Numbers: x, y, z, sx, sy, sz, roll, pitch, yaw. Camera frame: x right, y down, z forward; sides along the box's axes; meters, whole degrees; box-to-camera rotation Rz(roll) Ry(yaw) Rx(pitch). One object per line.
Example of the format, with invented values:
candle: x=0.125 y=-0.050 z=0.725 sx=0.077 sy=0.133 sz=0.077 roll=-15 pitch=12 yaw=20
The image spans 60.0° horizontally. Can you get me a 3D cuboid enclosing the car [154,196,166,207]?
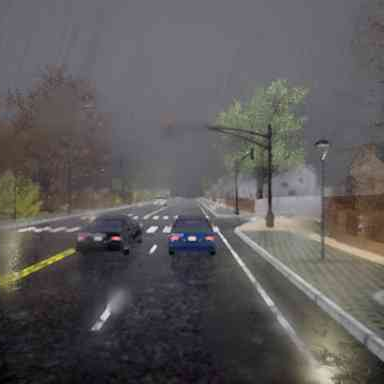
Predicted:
car: x=-6.483 y=1.931 z=68.011 sx=2.150 sy=2.045 sz=5.566 roll=0 pitch=-1 yaw=0

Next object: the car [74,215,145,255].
car: x=-3.245 y=1.686 z=14.008 sx=2.033 sy=1.411 sz=5.357 roll=0 pitch=-1 yaw=0

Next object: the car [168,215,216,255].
car: x=0.005 y=1.686 z=14.008 sx=2.033 sy=1.411 sz=5.357 roll=0 pitch=-1 yaw=0
